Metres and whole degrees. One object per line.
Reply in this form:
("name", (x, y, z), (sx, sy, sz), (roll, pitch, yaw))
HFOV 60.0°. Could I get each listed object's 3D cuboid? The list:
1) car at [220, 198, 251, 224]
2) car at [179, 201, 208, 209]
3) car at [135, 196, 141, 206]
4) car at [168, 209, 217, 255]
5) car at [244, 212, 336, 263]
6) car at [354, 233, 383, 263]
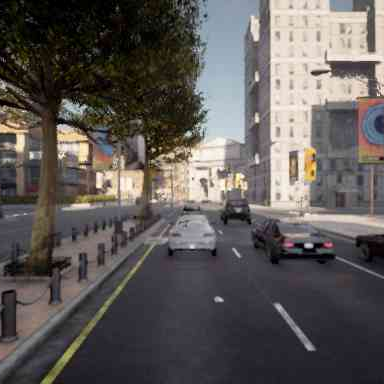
("car", (3.595, 1.524, 27.564), (2.150, 2.045, 5.566), (0, 0, 3))
("car", (-0.048, 1.802, 28.483), (2.128, 1.511, 4.902), (0, 0, -2))
("car", (-11.486, 2.046, 75.761), (2.150, 2.045, 5.566), (0, -1, 0))
("car", (0.023, 1.677, 13.883), (1.812, 1.442, 4.674), (0, 0, 0))
("car", (3.511, 1.684, 12.505), (2.033, 1.411, 5.357), (0, -1, 0))
("car", (6.751, 1.702, 9.812), (1.895, 1.301, 4.718), (0, -1, 0))
